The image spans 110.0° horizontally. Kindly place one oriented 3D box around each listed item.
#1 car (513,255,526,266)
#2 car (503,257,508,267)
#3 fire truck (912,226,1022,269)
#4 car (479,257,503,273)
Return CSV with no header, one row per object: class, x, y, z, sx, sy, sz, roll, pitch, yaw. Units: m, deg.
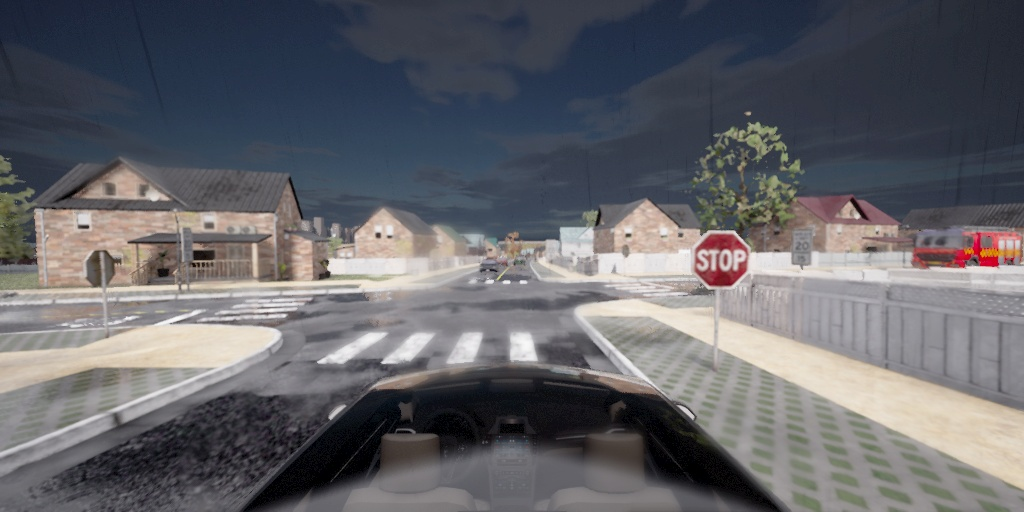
car,1.335,0.789,63.424,2.097,1.767,4.553,0,0,3
car,-1.663,0.917,57.928,1.882,1.535,5.008,0,0,3
fire truck,37.605,-0.496,29.651,8.468,3.827,2.891,-1,3,-17
car,-2.343,1.048,38.072,2.033,1.411,5.357,0,0,2
